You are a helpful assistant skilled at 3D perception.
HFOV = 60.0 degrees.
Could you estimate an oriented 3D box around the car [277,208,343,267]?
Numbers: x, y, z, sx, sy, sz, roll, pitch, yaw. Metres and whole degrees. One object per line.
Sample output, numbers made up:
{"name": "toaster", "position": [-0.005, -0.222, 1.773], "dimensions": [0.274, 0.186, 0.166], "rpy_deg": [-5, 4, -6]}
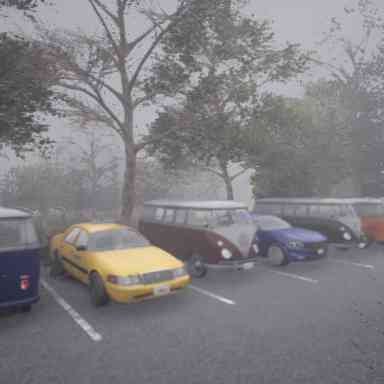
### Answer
{"name": "car", "position": [2.290, 1.454, 11.701], "dimensions": [2.097, 1.535, 5.008], "rpy_deg": [0, 0, -35]}

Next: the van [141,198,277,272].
{"name": "van", "position": [0.106, 1.237, 9.993], "dimensions": [1.878, 1.987, 4.442], "rpy_deg": [0, 0, -35]}

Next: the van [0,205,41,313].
{"name": "van", "position": [-4.540, 1.254, 6.966], "dimensions": [1.878, 1.987, 4.442], "rpy_deg": [0, 0, -36]}

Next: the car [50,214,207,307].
{"name": "car", "position": [-2.108, 1.468, 8.330], "dimensions": [1.946, 1.575, 5.366], "rpy_deg": [0, 0, -36]}

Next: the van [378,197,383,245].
{"name": "van", "position": [6.722, 1.274, 15.000], "dimensions": [1.878, 1.987, 4.442], "rpy_deg": [1, -1, -35]}

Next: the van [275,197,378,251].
{"name": "van", "position": [4.494, 1.236, 13.125], "dimensions": [1.878, 1.987, 4.442], "rpy_deg": [0, 0, -36]}
